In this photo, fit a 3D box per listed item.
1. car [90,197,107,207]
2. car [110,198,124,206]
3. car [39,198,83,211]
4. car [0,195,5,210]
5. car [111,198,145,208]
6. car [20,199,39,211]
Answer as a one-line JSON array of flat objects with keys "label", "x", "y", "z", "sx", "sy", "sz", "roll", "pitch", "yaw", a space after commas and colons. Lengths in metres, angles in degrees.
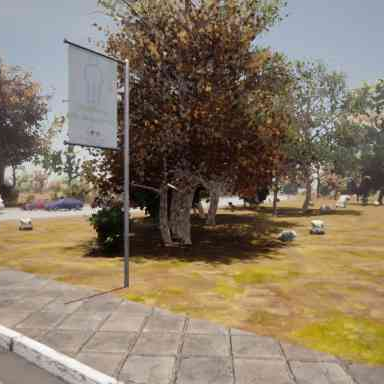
[{"label": "car", "x": -12.720, "y": 1.465, "z": 49.255, "sx": 1.837, "sy": 1.490, "sz": 4.892, "roll": 0, "pitch": 0, "yaw": 37}, {"label": "car", "x": -8.003, "y": 1.444, "z": 43.577, "sx": 1.882, "sy": 1.535, "sz": 5.008, "roll": 0, "pitch": 0, "yaw": 38}, {"label": "car", "x": -15.411, "y": 1.514, "z": 40.131, "sx": 1.812, "sy": 1.442, "sz": 4.674, "roll": 0, "pitch": 0, "yaw": 38}, {"label": "car", "x": -21.424, "y": 1.221, "z": 32.567, "sx": 2.150, "sy": 2.045, "sz": 5.566, "roll": 0, "pitch": 0, "yaw": 39}, {"label": "car", "x": -9.213, "y": 1.556, "z": 48.074, "sx": 1.895, "sy": 1.301, "sz": 4.718, "roll": 0, "pitch": 0, "yaw": 37}, {"label": "car", "x": -18.973, "y": 1.555, "z": 41.265, "sx": 1.994, "sy": 1.385, "sz": 4.181, "roll": 0, "pitch": 0, "yaw": 39}]
